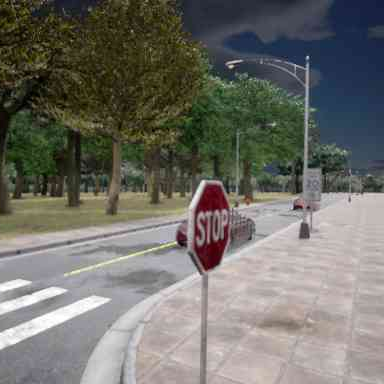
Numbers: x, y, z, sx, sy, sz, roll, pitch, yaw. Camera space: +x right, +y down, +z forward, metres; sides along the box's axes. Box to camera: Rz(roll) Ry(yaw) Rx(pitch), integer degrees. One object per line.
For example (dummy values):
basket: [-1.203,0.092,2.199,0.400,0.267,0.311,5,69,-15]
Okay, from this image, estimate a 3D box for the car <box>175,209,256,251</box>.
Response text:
car: [1.076,1.329,13.154,1.994,1.385,4.181,1,1,28]

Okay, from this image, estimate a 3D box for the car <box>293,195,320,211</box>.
car: [11.140,1.012,32.154,1.994,1.385,4.181,1,1,28]
